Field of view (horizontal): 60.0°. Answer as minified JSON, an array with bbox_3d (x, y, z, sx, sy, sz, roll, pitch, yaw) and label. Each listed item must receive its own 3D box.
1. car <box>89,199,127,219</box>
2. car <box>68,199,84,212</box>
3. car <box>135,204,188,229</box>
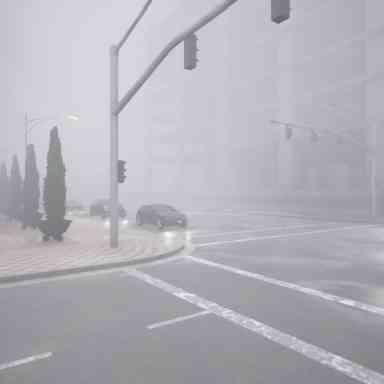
[{"bbox_3d":[-7.669,1.411,30.219,2.097,1.767,4.553,0,0,-35],"label":"car"},{"bbox_3d":[-14.748,1.606,40.359,2.033,1.411,5.357,0,0,-35],"label":"car"},{"bbox_3d":[-2.133,1.564,22.293,1.837,1.490,4.892,0,0,-35],"label":"car"}]
